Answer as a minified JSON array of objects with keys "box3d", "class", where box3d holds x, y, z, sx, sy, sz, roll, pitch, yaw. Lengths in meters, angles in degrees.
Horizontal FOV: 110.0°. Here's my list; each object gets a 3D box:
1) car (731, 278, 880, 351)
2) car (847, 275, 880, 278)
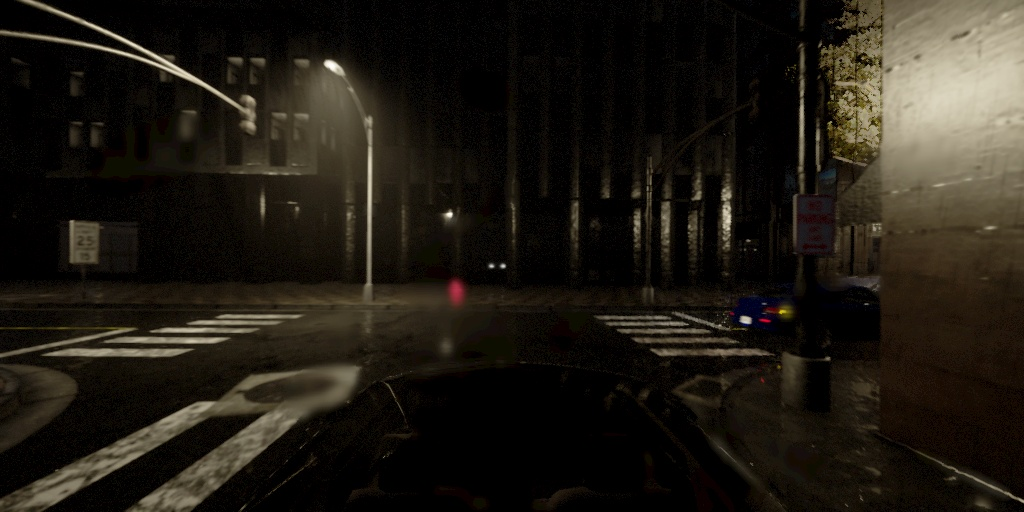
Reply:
[{"box3d":[7.823,1.370,8.722,4.674,1.442,1.812,1,-1,-6],"class":"car"},{"box3d":[12.099,1.379,11.934,4.902,1.511,2.128,1,0,-2],"class":"car"}]
